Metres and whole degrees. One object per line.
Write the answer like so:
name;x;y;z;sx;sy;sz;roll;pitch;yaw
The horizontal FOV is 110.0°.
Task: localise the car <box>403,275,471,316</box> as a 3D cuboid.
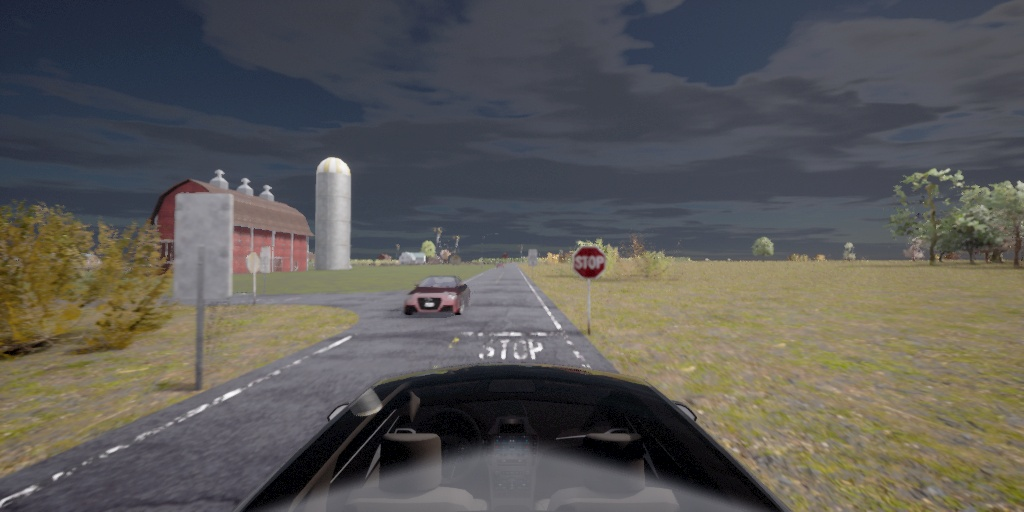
car;-2.743;1.444;13.897;1.994;1.385;4.181;0;-1;0
